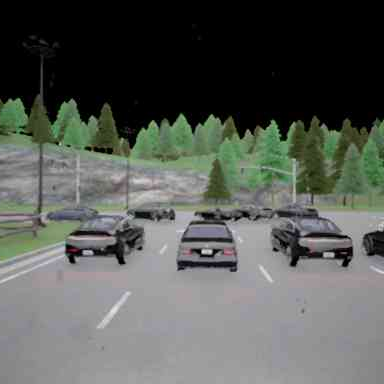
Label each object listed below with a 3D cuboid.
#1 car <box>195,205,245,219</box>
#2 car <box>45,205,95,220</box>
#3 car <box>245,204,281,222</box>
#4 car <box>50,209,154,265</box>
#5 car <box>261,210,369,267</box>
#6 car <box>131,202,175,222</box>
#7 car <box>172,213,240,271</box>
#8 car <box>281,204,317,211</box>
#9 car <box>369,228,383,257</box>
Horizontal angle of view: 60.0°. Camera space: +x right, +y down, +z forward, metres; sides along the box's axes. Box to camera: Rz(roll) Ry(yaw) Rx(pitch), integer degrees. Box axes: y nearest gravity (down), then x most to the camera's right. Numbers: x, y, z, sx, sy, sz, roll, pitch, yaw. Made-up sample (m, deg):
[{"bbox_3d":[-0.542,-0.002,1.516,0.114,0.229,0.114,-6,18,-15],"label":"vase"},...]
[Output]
[{"bbox_3d":[2.164,1.923,29.039,1.895,1.301,4.718,1,-1,-32],"label":"car"},{"bbox_3d":[-10.027,1.809,27.907,4.181,1.385,1.994,0,-1,5],"label":"car"},{"bbox_3d":[5.384,1.848,30.612,2.128,1.511,4.902,1,-1,-30],"label":"car"},{"bbox_3d":[-2.941,1.606,12.185,2.128,1.511,4.902,0,-1,3],"label":"car"},{"bbox_3d":[4.058,1.642,12.001,2.128,1.511,4.902,0,-1,3],"label":"car"},{"bbox_3d":[-3.695,1.648,29.498,4.553,1.767,2.097,0,0,39],"label":"car"},{"bbox_3d":[0.525,1.673,11.394,2.033,1.411,5.357,0,-1,3],"label":"car"},{"bbox_3d":[9.396,1.884,30.717,1.837,1.490,4.892,2,-1,-25],"label":"car"},{"bbox_3d":[7.530,1.727,11.369,1.994,1.385,4.181,0,-1,3],"label":"car"}]
